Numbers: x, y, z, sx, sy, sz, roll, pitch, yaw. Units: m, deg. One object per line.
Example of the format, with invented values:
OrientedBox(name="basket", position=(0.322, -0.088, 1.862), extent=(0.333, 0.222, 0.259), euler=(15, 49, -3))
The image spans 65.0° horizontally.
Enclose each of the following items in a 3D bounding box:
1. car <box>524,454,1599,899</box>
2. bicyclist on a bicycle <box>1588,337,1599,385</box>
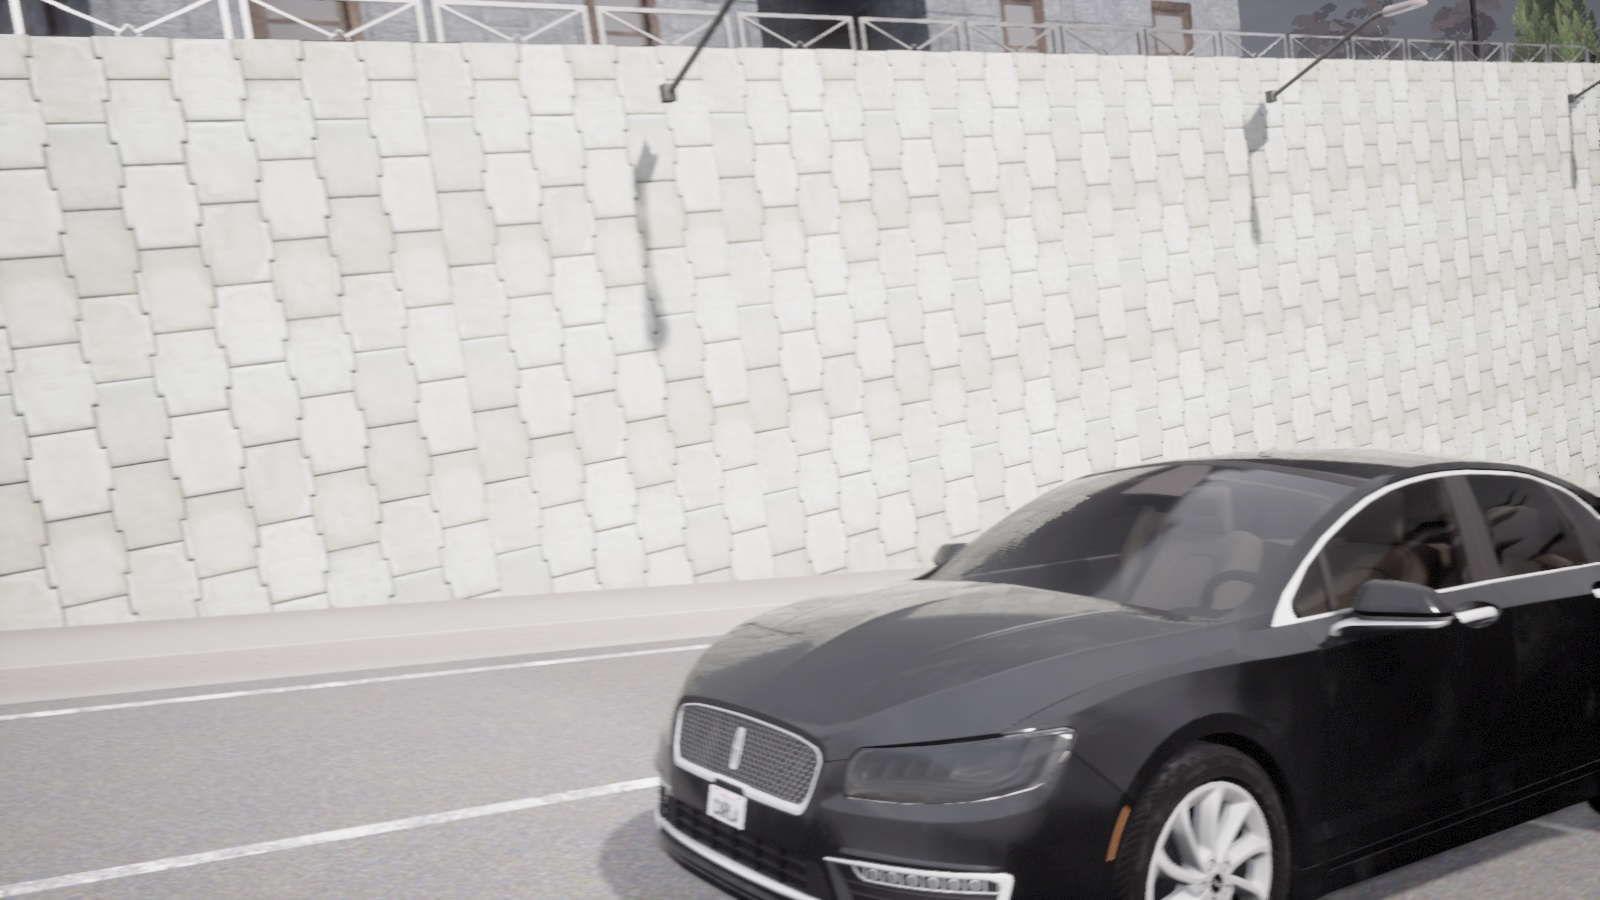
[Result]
OrientedBox(name="car", position=(1.621, 0.763, 4.787), extent=(4.892, 1.490, 1.837), euler=(0, 0, -35))
OrientedBox(name="bicyclist on a bicycle", position=(28.517, -3.153, 43.746), extent=(0.866, 1.612, 1.509), euler=(-12, 7, -36))
